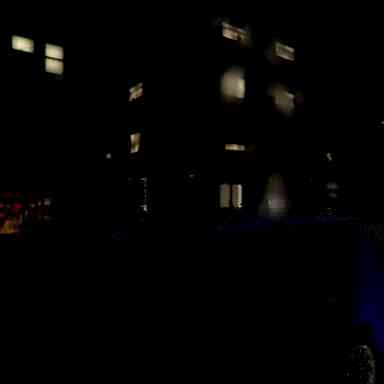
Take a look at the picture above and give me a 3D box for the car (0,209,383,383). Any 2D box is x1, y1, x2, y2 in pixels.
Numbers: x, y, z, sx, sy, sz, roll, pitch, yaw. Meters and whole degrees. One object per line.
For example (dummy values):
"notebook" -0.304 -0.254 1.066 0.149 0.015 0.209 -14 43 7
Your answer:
"car" -0.223 1.232 3.220 5.566 2.045 2.150 0 0 -35

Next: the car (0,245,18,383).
"car" -4.408 1.539 3.420 4.403 1.369 2.008 0 0 -35
